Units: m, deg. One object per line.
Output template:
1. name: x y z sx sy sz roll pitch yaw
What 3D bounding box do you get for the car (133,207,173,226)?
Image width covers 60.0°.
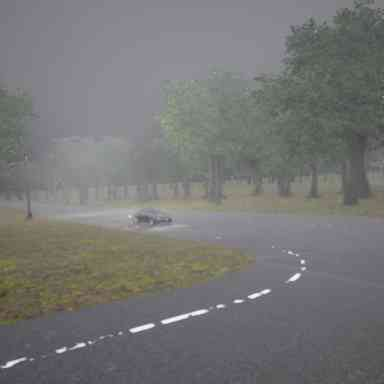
1. car: -3.555 2.130 29.449 1.837 1.490 4.892 -4 1 -36
